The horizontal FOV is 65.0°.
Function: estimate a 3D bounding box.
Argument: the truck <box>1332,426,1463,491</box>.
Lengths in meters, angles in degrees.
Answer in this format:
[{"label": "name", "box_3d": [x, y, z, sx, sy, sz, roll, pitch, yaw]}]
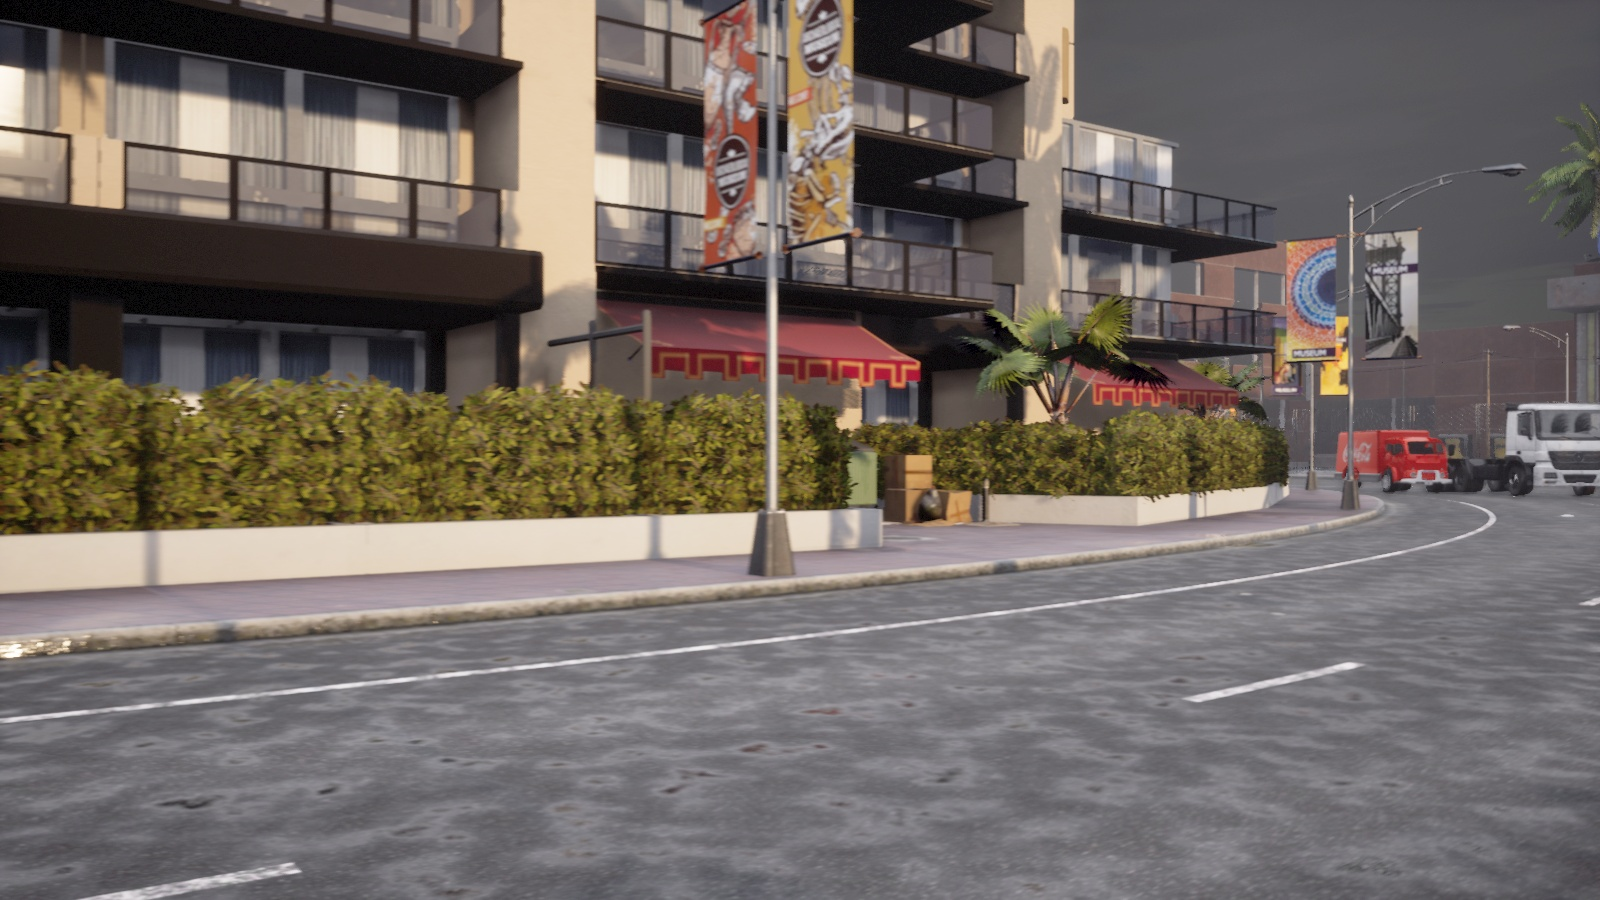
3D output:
[{"label": "truck", "box_3d": [23.997, 0.342, 50.712, 2.627, 2.467, 5.204, 0, 0, -3]}]

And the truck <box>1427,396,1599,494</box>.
[{"label": "truck", "box_3d": [27.484, -0.168, 48.153, 2.891, 3.462, 7.936, 0, 0, 0]}]
